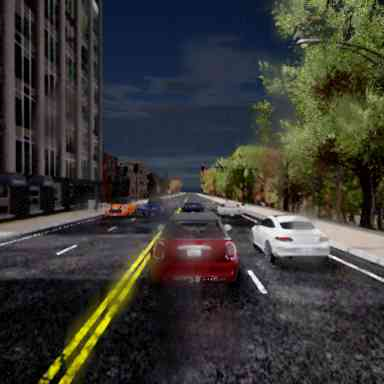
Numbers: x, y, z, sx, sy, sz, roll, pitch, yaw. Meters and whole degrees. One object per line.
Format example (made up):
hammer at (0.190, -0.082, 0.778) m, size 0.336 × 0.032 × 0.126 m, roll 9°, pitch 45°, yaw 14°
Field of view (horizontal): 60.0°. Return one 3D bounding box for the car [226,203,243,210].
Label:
car at (3.336, 1.610, 29.924) m, size 1.895 × 1.301 × 4.718 m, roll 0°, pitch 0°, yaw 0°

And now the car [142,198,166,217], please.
car at (-3.351, 1.361, 30.750) m, size 2.097 × 1.767 × 4.553 m, roll 0°, pitch 0°, yaw 0°

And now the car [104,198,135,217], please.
car at (-6.601, 1.361, 30.787) m, size 2.097 × 1.767 × 4.553 m, roll 0°, pitch 0°, yaw 0°

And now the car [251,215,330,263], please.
car at (3.330, 1.529, 11.910) m, size 1.812 × 1.442 × 4.674 m, roll 0°, pitch 0°, yaw 0°

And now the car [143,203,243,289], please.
car at (0.068, 1.354, 9.356) m, size 2.097 × 1.767 × 4.553 m, roll 0°, pitch 0°, yaw 0°
